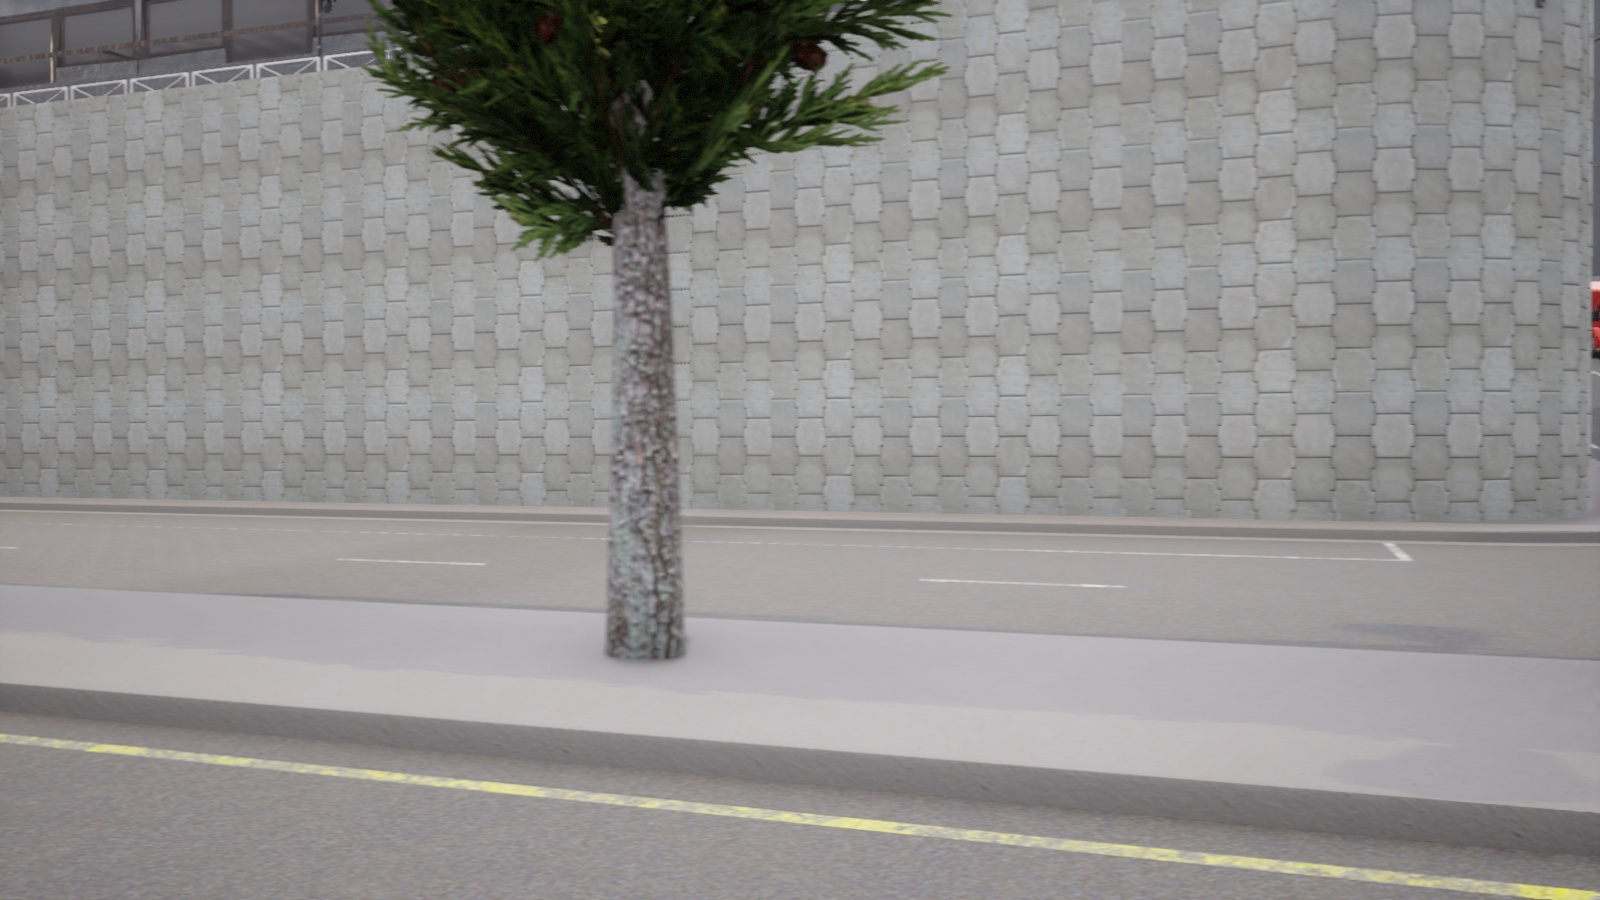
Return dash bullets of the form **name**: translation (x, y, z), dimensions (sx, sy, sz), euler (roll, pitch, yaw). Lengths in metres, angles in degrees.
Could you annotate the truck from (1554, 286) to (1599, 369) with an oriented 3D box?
- **truck**: translation (30.496, -4.657, 47.111), dimensions (2.627, 2.467, 5.204), euler (1, 12, 19)
